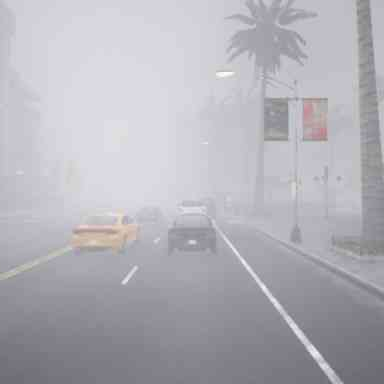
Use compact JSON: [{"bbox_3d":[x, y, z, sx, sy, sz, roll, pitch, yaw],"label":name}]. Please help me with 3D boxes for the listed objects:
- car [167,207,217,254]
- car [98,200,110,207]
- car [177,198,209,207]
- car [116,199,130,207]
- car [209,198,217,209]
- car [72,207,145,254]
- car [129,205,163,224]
[{"bbox_3d":[0.029,1.632,14.217,1.882,1.535,5.008,0,0,1],"label":"car"},{"bbox_3d":[-15.537,2.159,58.647,1.812,1.442,4.674,0,-1,-21],"label":"car"},{"bbox_3d":[-0.004,1.510,26.548,2.150,2.045,5.566,0,-1,0],"label":"car"},{"bbox_3d":[-12.503,2.130,60.467,1.882,1.535,5.008,0,-1,-22],"label":"car"},{"bbox_3d":[1.220,1.570,32.259,2.150,2.045,5.566,0,-1,0],"label":"car"},{"bbox_3d":[-3.471,1.632,14.222,1.882,1.535,5.008,0,0,1],"label":"car"},{"bbox_3d":[-3.495,1.845,27.499,2.033,1.411,5.357,0,-1,0],"label":"car"}]
